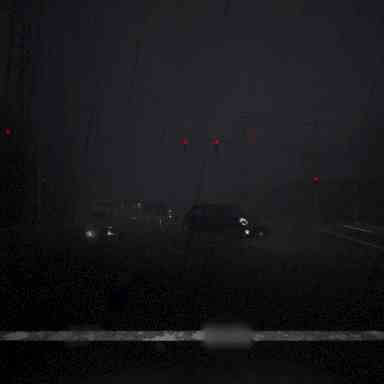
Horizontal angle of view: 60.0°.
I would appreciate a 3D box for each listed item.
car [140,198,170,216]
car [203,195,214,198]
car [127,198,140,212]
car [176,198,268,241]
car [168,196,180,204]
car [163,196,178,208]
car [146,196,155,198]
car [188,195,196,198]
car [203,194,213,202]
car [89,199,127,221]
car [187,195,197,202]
[{"bbox_3d":[-3.596,1.564,32.886,1.994,1.385,4.181,0,0,0],"label":"car"},{"bbox_3d":[3.610,1.547,64.194,2.033,1.411,5.357,0,0,0],"label":"car"},{"bbox_3d":[-7.097,1.504,39.613,1.837,1.490,4.892,0,0,0],"label":"car"},{"bbox_3d":[1.614,1.378,17.095,4.553,1.767,2.097,0,0,45],"label":"car"},{"bbox_3d":[-3.515,1.548,67.057,2.033,1.411,5.357,0,0,1],"label":"car"},{"bbox_3d":[-3.591,1.492,48.567,2.128,1.511,4.902,0,0,0],"label":"car"},{"bbox_3d":[-7.082,1.492,55.951,2.128,1.511,4.902,0,0,0],"label":"car"},{"bbox_3d":[0.005,1.505,63.727,1.837,1.490,4.892,0,0,0],"label":"car"},{"bbox_3d":[3.508,1.355,74.416,2.097,1.767,4.553,0,0,0],"label":"car"},{"bbox_3d":[-7.099,1.487,27.738,1.882,1.535,5.008,0,0,0],"label":"car"},{"bbox_3d":[0.005,1.413,73.837,1.994,1.385,4.181,0,0,0],"label":"car"}]
